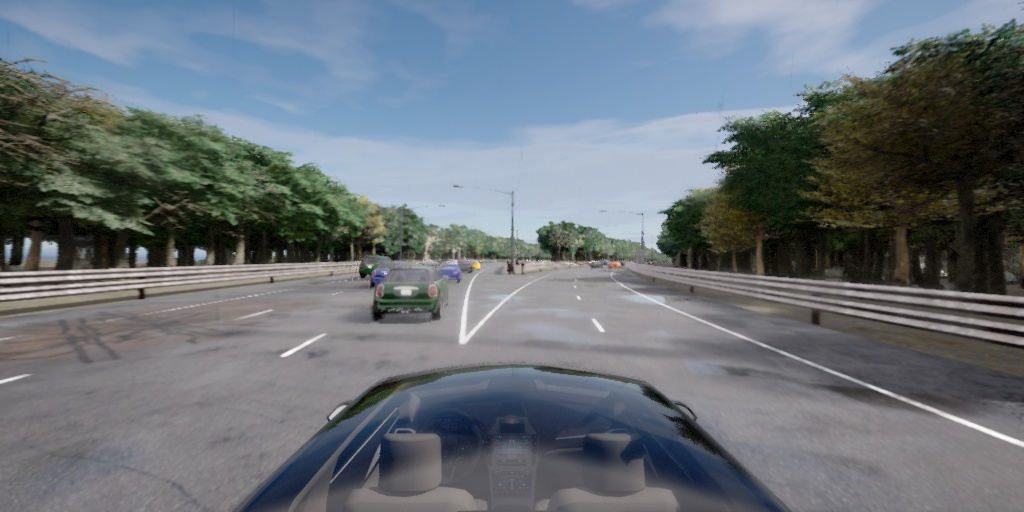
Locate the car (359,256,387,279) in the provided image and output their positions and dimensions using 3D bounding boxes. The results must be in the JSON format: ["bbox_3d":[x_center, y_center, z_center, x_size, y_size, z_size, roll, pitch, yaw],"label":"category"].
[{"bbox_3d":[-12.219,1.034,33.051,2.150,2.045,5.566,0,0,-4],"label":"car"}]

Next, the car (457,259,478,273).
[{"bbox_3d":[-5.984,1.440,46.524,2.128,1.511,4.902,1,0,-2],"label":"car"}]

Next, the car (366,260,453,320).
[{"bbox_3d":[-3.441,1.130,12.969,2.097,1.767,4.553,1,0,-6],"label":"car"}]

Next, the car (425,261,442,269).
[{"bbox_3d":[-13.276,1.551,60.723,1.895,1.301,4.718,1,0,0],"label":"car"}]

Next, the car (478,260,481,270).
[{"bbox_3d":[-6.286,1.489,59.357,1.882,1.535,5.008,0,0,-1],"label":"car"}]

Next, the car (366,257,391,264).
[{"bbox_3d":[-8.012,1.157,24.501,2.097,1.767,4.553,1,0,-5],"label":"car"}]

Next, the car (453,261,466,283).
[{"bbox_3d":[-4.982,1.389,29.155,1.812,1.442,4.674,1,0,-4],"label":"car"}]
